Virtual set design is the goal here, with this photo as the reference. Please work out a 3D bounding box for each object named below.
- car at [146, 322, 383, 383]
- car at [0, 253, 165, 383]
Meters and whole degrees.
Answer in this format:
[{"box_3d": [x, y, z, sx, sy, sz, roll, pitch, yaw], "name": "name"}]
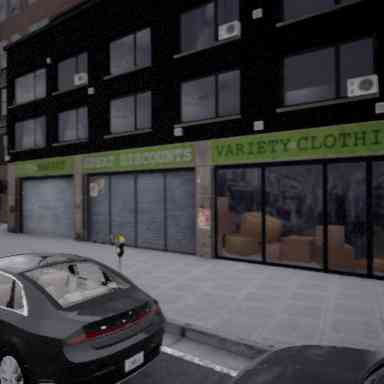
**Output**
[{"box_3d": [2.114, 1.538, 1.589, 4.403, 1.369, 2.008, 0, 0, 35], "name": "car"}, {"box_3d": [-2.394, 1.568, 4.781, 4.403, 1.369, 2.008, 0, 0, 35], "name": "car"}]
